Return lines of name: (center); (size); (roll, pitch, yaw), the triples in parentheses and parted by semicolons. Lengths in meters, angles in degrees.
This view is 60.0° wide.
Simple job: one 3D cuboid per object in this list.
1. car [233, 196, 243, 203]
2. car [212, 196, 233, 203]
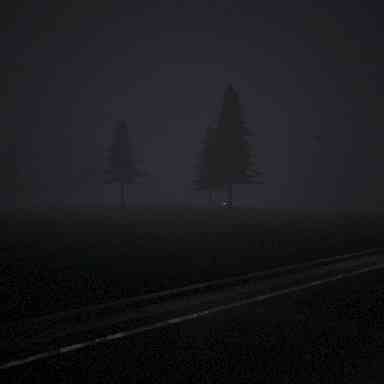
car: (8.519, 1.517, 69.572); (2.128, 1.511, 4.902); (0, 0, -36)
car: (5.629, 1.555, 67.573); (1.994, 1.385, 4.181); (0, 0, -35)
